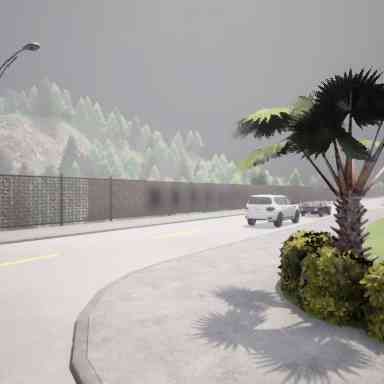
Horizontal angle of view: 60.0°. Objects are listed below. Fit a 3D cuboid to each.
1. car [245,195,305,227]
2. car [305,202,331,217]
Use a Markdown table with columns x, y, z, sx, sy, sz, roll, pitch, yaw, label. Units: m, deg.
| x | y | z | sx | sy | sz | roll | pitch | yaw | label |
| --- | --- | --- | --- | --- | --- | --- | --- | --- | --- |
| 5.660 | 1.222 | 23.040 | 2.150 | 2.045 | 5.566 | 0 | 0 | 36 | car |
| 11.779 | 1.602 | 31.592 | 1.895 | 1.301 | 4.718 | 0 | 0 | 35 | car |
